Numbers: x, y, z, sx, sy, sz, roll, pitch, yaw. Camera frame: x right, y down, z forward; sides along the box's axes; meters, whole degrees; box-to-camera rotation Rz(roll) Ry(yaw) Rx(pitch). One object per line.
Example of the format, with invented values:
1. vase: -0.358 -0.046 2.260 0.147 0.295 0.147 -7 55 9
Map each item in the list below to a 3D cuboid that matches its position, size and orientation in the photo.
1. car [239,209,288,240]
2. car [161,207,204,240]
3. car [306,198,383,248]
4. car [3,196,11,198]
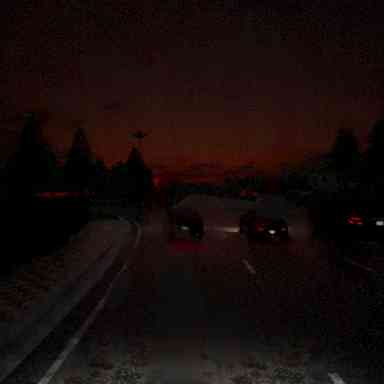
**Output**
1. car: 3.603 1.603 17.217 1.812 1.442 4.674 0 0 0
2. car: -0.598 1.557 17.727 1.882 1.535 5.008 0 0 -7
3. car: 7.102 1.290 15.260 2.150 2.045 5.566 0 0 0
4. car: -46.585 1.823 83.331 4.674 1.442 1.812 0 0 40
